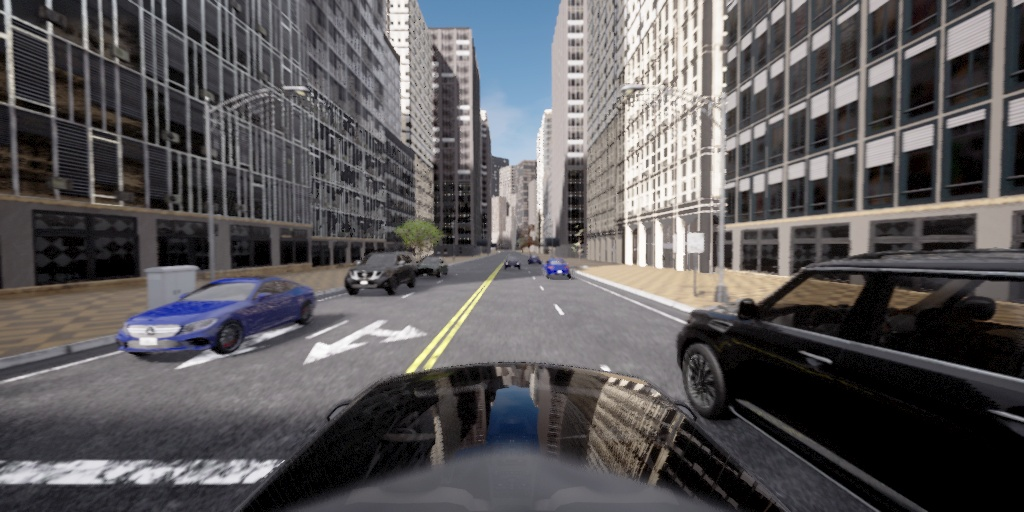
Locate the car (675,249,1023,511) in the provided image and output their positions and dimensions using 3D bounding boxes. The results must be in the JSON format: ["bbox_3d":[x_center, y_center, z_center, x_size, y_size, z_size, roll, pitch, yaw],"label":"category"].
[{"bbox_3d":[3.350,0.969,2.636,2.150,2.045,5.566,0,0,0],"label":"car"}]

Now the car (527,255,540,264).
[{"bbox_3d":[3.398,0.502,55.123,1.812,1.442,4.674,0,1,0],"label":"car"}]

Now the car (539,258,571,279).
[{"bbox_3d":[3.377,0.914,27.657,1.812,1.442,4.674,0,1,0],"label":"car"}]

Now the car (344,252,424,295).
[{"bbox_3d":[-6.561,0.790,18.714,2.150,2.045,5.566,0,1,1],"label":"car"}]

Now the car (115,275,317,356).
[{"bbox_3d":[-6.588,1.240,8.756,1.812,1.442,4.674,0,1,-2],"label":"car"}]

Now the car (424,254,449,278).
[{"bbox_3d":[-6.476,0.770,28.930,2.097,1.767,4.553,0,1,0],"label":"car"}]

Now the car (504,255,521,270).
[{"bbox_3d":[0.041,0.815,40.513,1.895,1.301,4.718,0,1,0],"label":"car"}]
